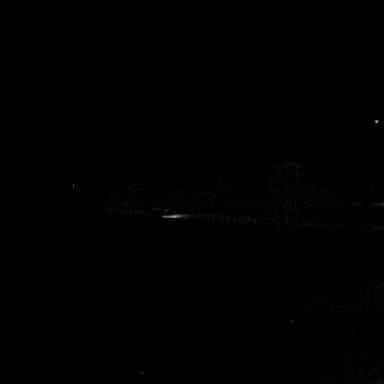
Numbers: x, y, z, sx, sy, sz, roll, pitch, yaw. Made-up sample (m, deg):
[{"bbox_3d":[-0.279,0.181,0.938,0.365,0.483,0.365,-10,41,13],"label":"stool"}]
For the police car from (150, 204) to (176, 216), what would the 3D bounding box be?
[{"bbox_3d":[-4.215,2.569,48.005,2.038,1.542,4.974,-2,0,-36],"label":"police car"}]
